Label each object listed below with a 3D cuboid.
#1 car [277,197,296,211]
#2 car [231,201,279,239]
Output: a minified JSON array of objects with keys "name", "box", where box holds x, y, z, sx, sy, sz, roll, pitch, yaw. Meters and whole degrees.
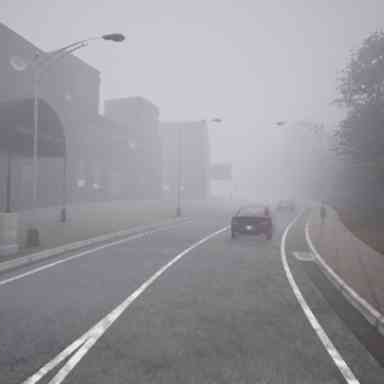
[{"name":"car","box":[10.491,1.253,37.142,1.812,1.442,4.674,0,1,19]},{"name":"car","box":[3.271,1.420,17.235,1.882,1.535,5.008,0,0,17]}]
